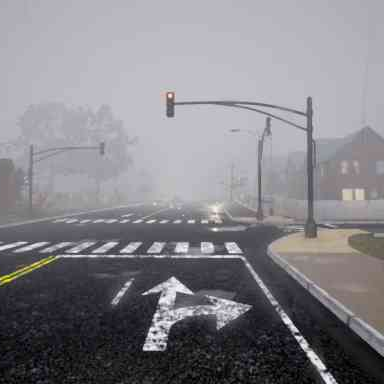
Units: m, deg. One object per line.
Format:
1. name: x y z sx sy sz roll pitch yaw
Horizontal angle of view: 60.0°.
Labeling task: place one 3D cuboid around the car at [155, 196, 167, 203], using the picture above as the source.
1. car: -6.319 1.497 68.173 1.882 1.535 5.008 0 0 5

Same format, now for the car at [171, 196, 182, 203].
1. car: -3.085 1.536 67.855 1.812 1.442 4.674 0 0 5
